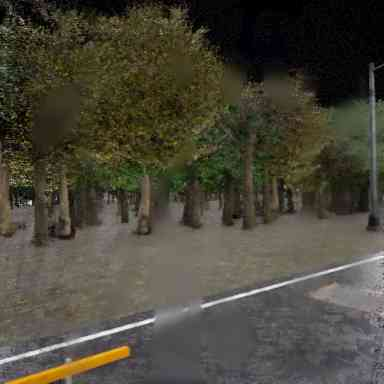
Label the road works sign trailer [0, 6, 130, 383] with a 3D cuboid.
[{"bbox_3d":[-1.882,0.527,2.967,2.880,3.560,2.380,0,-1,-38],"label":"road works sign trailer"}]
